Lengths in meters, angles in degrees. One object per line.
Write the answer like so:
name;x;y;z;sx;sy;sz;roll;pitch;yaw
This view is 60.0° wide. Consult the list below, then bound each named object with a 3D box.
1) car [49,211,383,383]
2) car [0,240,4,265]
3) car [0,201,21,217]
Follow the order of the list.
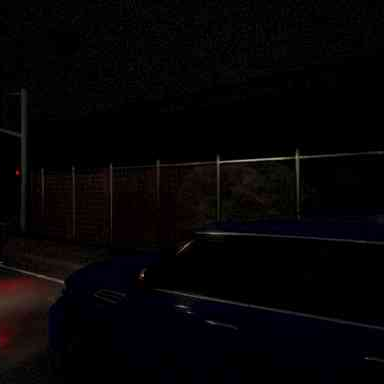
car;0.904;1.221;3.346;5.566;2.045;2.150;0;0;35
car;-7.110;1.492;9.063;4.902;1.511;2.128;0;0;33
car;-17.161;1.581;30.025;1.812;1.442;4.674;0;0;35
